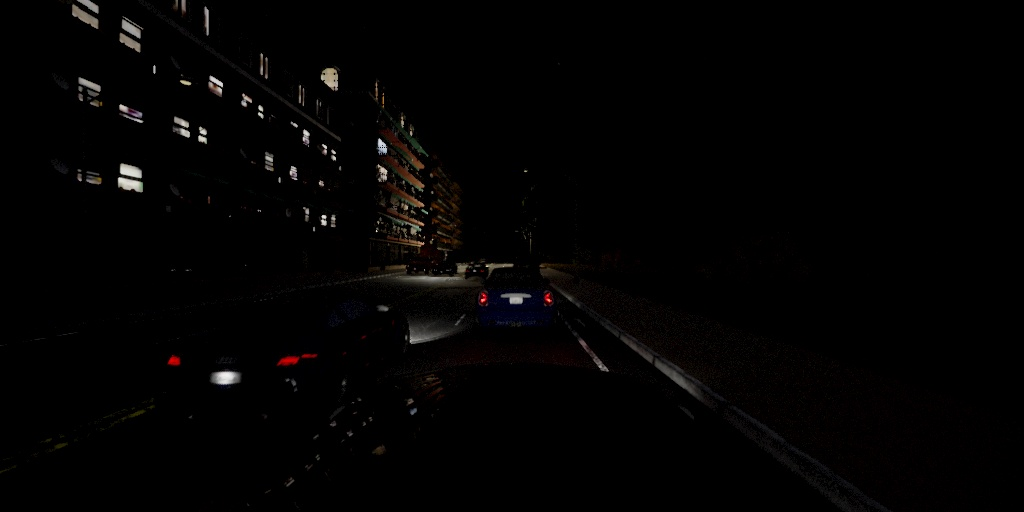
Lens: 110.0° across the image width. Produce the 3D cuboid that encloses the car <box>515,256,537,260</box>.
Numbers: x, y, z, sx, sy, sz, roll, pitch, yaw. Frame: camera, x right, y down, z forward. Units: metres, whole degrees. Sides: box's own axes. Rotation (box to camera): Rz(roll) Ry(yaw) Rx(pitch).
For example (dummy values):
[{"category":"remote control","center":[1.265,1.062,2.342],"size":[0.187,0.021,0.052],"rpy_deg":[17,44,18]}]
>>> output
[{"category":"car","center":[1.141,0.979,30.013],"size":[2.150,2.045,5.566],"rpy_deg":[0,0,0]}]

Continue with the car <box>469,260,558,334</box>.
[{"category":"car","center":[0.099,1.103,10.803],"size":[2.097,1.767,4.553],"rpy_deg":[0,0,0]}]

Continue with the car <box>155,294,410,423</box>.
[{"category":"car","center":[-3.152,1.314,5.952],"size":[1.994,1.385,4.181],"rpy_deg":[0,0,0]}]

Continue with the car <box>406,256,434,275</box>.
[{"category":"car","center":[-9.845,0.976,39.131],"size":[2.150,2.045,5.566],"rpy_deg":[0,0,0]}]

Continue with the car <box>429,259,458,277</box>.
[{"category":"car","center":[-6.597,1.259,35.916],"size":[1.837,1.490,4.892],"rpy_deg":[0,0,0]}]

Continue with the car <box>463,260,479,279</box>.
[{"category":"car","center":[-3.145,1.301,32.615],"size":[2.033,1.411,5.357],"rpy_deg":[0,0,0]}]
